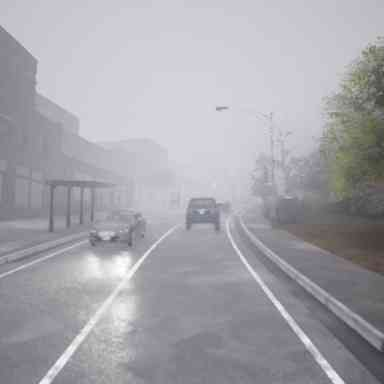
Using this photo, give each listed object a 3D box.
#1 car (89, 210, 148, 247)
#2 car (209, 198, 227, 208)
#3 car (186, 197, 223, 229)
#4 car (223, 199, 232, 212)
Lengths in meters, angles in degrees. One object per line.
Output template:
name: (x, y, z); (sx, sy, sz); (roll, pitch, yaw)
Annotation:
car: (-3.335, 1.610, 15.792); (2.128, 1.511, 4.902); (0, 0, 3)
car: (4.493, 1.872, 57.100); (1.837, 1.490, 4.892); (-2, 0, 19)
car: (0.848, 1.363, 23.108); (2.150, 2.045, 5.566); (-1, 0, 5)
car: (3.822, 1.697, 41.356); (1.882, 1.535, 5.008); (-1, 0, 13)
